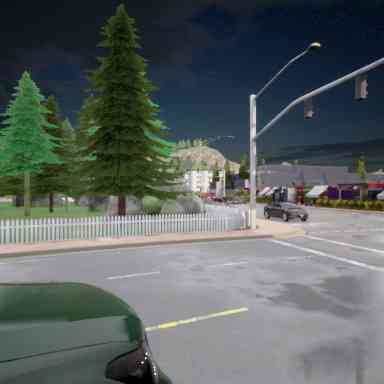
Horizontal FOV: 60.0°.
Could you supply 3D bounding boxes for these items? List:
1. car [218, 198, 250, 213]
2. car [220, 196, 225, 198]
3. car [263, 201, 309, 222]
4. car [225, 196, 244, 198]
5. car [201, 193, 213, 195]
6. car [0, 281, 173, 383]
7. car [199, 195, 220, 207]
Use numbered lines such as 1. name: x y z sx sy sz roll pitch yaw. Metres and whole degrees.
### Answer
1. car: 4.870 1.656 36.942 1.895 1.301 4.718 0 0 -16
2. car: 5.951 1.558 71.146 1.837 1.490 4.892 0 0 -16
3. car: 7.652 1.560 27.462 1.837 1.490 4.892 0 0 -16
4. car: 8.582 1.546 62.284 2.128 1.511 4.902 0 0 -16
5. car: 2.806 1.276 69.592 2.150 2.045 5.566 0 0 -17
6. car: -2.786 1.222 1.648 5.566 2.045 2.150 0 0 -36
7. car: 1.935 1.560 46.963 1.837 1.490 4.892 0 0 -16
